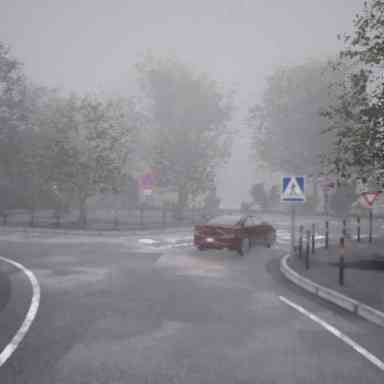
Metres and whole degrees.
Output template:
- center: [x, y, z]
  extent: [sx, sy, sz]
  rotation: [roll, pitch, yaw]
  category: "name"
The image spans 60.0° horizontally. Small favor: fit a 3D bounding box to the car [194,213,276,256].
- center: [1.965, 1.626, 14.033]
  extent: [1.882, 1.535, 5.008]
  rotation: [1, -1, 32]
  category: "car"
